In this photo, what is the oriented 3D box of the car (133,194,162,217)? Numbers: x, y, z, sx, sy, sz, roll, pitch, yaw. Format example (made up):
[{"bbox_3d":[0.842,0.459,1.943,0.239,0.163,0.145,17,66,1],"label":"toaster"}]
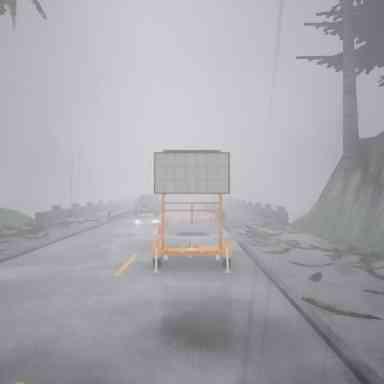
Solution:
[{"bbox_3d":[-4.111,1.223,31.598,2.150,2.045,5.566,0,0,0],"label":"car"}]

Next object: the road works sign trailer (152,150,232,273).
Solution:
[{"bbox_3d":[-0.004,0.464,10.650,2.380,3.560,2.880,0,0,0],"label":"road works sign trailer"}]

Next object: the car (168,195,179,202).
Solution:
[{"bbox_3d":[-4.023,1.349,72.135,2.097,1.767,4.553,0,0,0],"label":"car"}]
